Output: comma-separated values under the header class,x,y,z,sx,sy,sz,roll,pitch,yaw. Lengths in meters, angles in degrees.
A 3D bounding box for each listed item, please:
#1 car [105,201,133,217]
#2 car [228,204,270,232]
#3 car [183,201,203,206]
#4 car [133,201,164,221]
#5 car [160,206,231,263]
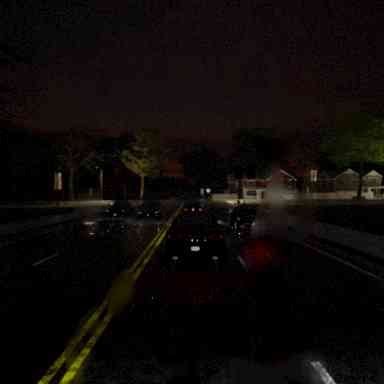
class,x,y,z,sx,sy,sz,roll,pitch,yaw
car,-6.600,1.552,31.161,2.033,1.411,5.357,0,0,0
car,3.349,1.508,20.063,1.837,1.490,4.892,0,0,0
car,0.097,1.552,30.569,2.033,1.411,5.357,0,0,0
car,-3.349,1.510,27.588,1.837,1.490,4.892,0,0,0
car,0.098,1.479,12.063,1.882,1.535,5.008,0,0,0
